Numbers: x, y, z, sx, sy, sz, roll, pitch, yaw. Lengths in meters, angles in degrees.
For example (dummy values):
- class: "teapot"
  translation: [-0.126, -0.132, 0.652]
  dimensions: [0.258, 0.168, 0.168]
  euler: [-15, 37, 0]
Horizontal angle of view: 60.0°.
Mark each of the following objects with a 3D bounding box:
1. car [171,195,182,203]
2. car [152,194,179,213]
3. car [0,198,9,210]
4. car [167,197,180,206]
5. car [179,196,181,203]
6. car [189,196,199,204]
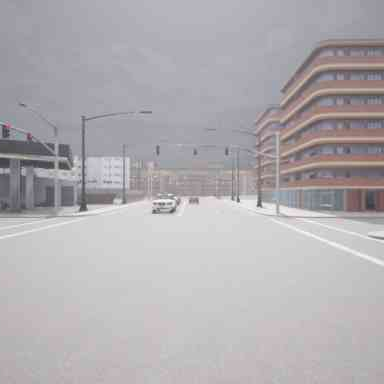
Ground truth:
- class: "car"
  translation: [-3.183, 1.491, 68.049]
  dimensions: [2.128, 1.511, 4.902]
  euler: [0, 0, 0]
- class: "car"
  translation: [-3.038, 1.221, 37.110]
  dimensions: [2.150, 2.045, 5.566]
  euler: [0, 0, 2]
- class: "car"
  translation: [-23.944, 1.456, 39.459]
  dimensions: [3.806, 1.475, 1.970]
  euler: [0, 0, 1]
- class: "car"
  translation: [-3.118, 1.547, 57.720]
  dimensions: [2.033, 1.411, 5.357]
  euler: [0, 0, 0]
- class: "car"
  translation: [-3.102, 1.547, 47.406]
  dimensions: [2.033, 1.411, 5.357]
  euler: [0, 0, 0]
- class: "car"
  translation: [0.344, 1.491, 63.768]
  dimensions: [2.128, 1.511, 4.902]
  euler: [0, 0, 0]
